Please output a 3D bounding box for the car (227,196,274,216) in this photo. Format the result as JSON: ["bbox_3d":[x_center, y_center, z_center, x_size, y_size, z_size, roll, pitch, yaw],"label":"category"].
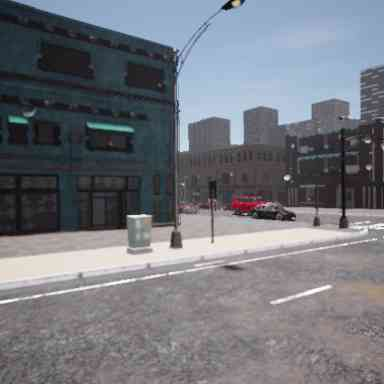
[{"bbox_3d":[6.549,1.482,34.431,2.150,2.045,5.566,-1,0,-36],"label":"car"}]

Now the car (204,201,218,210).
[{"bbox_3d":[2.696,1.950,49.844,1.802,1.307,4.206,-2,0,-35],"label":"car"}]

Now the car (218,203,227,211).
[{"bbox_3d":[5.904,1.888,45.335,1.802,1.307,4.206,-2,0,-35],"label":"car"}]

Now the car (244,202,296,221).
[{"bbox_3d":[7.025,1.803,29.098,1.947,1.339,4.313,-2,0,-35],"label":"car"}]

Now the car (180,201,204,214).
[{"bbox_3d":[-0.925,1.834,40.474,1.967,1.590,4.097,-2,0,-35],"label":"car"}]

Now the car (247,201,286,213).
[{"bbox_3d":[9.113,1.794,40.825,2.008,1.369,4.403,-2,0,-35],"label":"car"}]
